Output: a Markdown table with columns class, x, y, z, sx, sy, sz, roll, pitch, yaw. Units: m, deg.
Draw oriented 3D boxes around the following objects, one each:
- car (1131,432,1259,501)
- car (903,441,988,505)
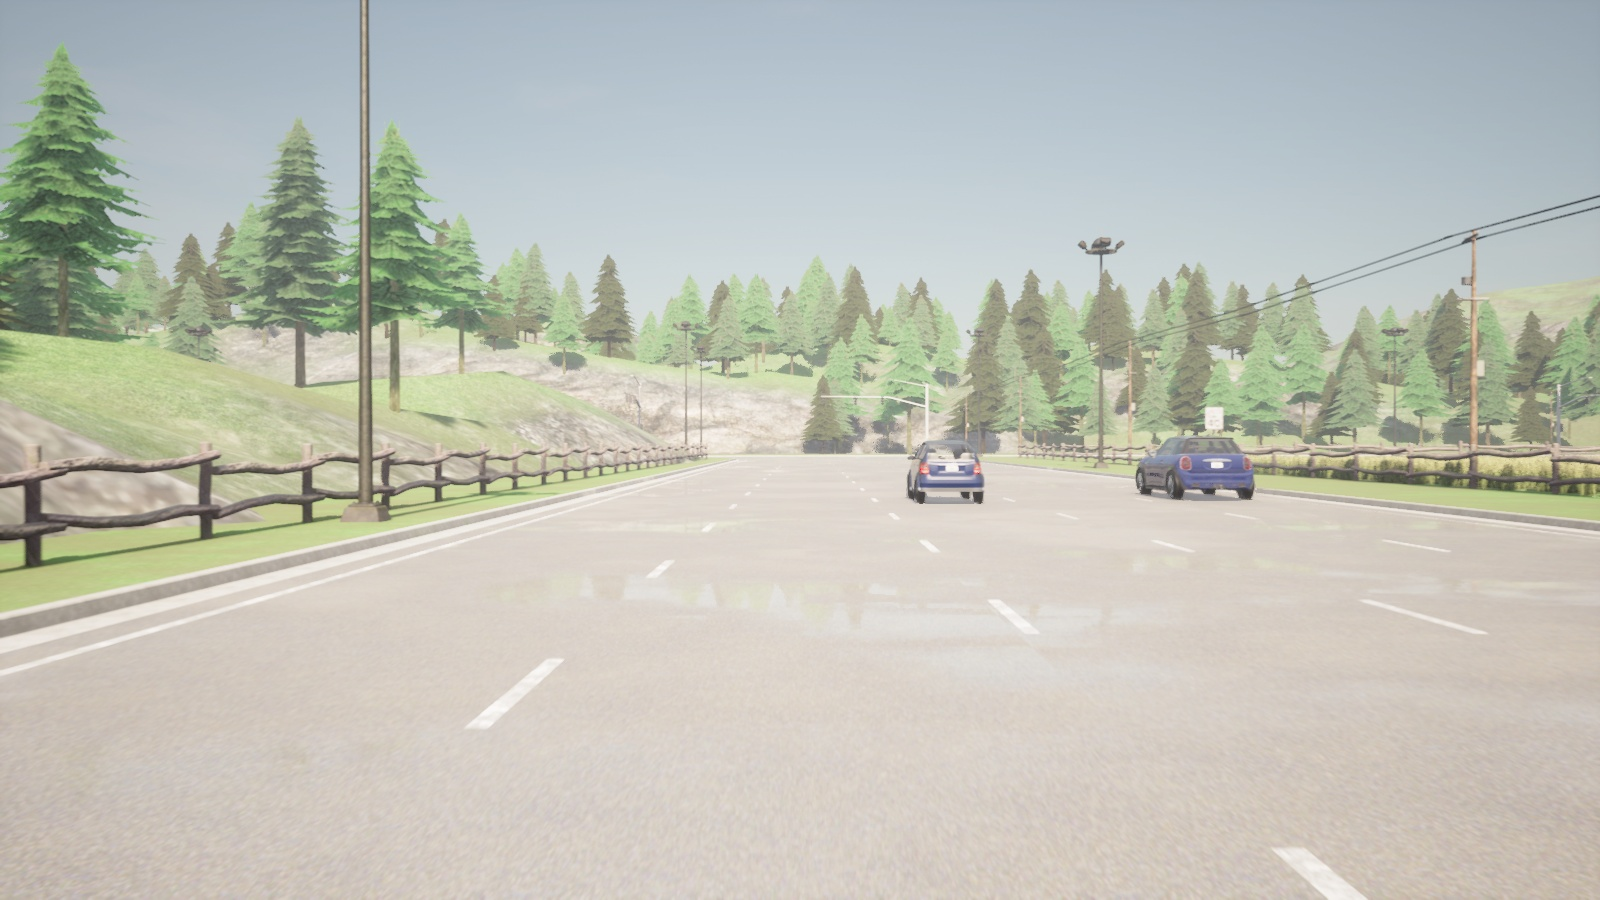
| class | x | y | z | sx | sy | sz | roll | pitch | yaw |
| --- | --- | --- | --- | --- | --- | --- | --- | --- | --- |
| car | 10.707 | 0.418 | 34.428 | 2.097 | 1.767 | 4.553 | 0 | 0 | 0 |
| car | 3.695 | 0.544 | 32.408 | 1.789 | 1.549 | 3.705 | 0 | 0 | 0 |
